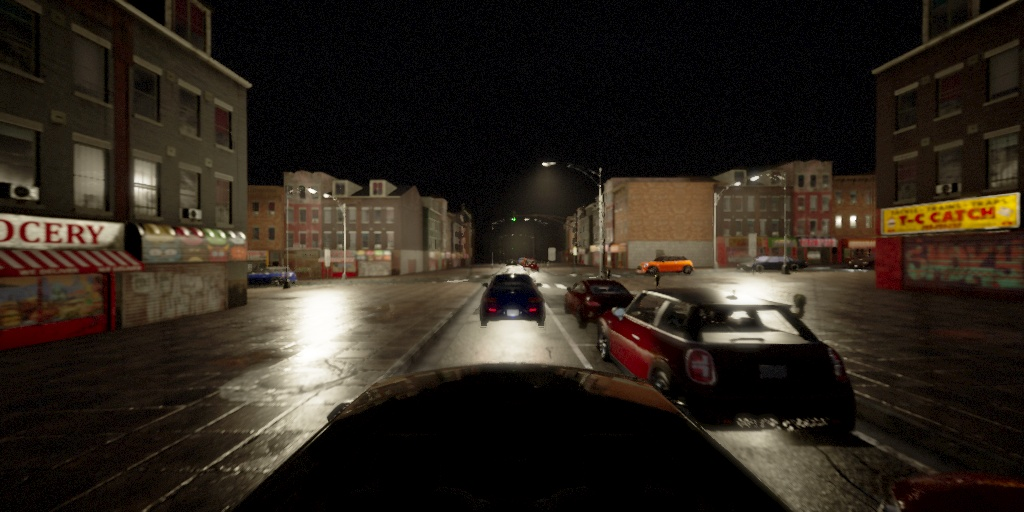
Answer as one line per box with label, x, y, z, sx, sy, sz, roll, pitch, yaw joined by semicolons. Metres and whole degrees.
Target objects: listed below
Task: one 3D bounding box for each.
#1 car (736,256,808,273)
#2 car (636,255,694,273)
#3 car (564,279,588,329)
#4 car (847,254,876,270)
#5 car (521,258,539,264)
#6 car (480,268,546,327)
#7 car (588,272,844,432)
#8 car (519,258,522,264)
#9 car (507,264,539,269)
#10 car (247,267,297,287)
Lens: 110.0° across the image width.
car;22.844;0.680;31.544;5.357;1.411;2.033;-1;0;0
car;13.357;0.731;31.524;4.553;1.767;2.097;-1;0;0
car;2.638;1.339;11.015;1.802;1.307;4.207;0;0;0
car;32.925;0.428;31.562;5.357;1.411;2.033;-1;0;0
car;2.639;1.302;48.356;1.967;1.591;4.097;0;0;0
car;0.012;1.284;11.394;1.812;1.442;4.674;0;0;0
car;2.638;1.192;5.549;1.967;1.591;4.097;0;0;0
car;2.639;1.200;53.758;2.192;1.841;5.009;0;0;0
car;0.531;1.380;23.043;1.895;1.301;4.718;0;0;8
car;-21.576;1.785;31.469;4.553;1.767;2.097;-2;0;0
